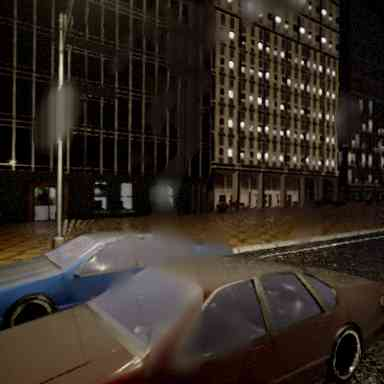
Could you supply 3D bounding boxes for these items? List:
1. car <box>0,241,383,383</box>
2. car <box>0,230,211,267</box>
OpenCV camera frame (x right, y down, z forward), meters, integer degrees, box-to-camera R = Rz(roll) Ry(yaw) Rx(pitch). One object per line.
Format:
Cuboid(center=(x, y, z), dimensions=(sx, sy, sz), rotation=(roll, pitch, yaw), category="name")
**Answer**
Cuboid(center=(0.191, 1.519, 3.792), dimensions=(5.357, 1.411, 2.033), rotation=(0, 1, -35), category="car")
Cuboid(center=(-1.510, 1.502, 6.568), dimensions=(5.357, 1.411, 2.033), rotation=(0, 0, -35), category="car")
